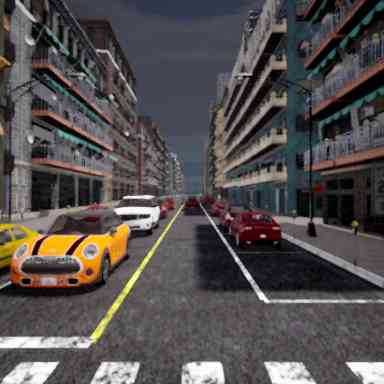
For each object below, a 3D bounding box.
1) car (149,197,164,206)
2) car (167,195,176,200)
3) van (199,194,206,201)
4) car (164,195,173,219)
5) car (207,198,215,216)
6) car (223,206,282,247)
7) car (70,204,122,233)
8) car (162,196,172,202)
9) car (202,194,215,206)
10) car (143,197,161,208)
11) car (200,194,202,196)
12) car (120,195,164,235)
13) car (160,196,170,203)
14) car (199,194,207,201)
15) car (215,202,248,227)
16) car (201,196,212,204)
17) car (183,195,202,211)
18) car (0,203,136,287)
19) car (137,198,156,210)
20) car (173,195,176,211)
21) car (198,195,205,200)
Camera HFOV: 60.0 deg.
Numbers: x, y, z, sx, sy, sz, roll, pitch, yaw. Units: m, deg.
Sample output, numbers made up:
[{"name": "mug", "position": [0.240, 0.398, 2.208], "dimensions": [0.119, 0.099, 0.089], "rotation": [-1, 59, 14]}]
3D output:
[{"name": "car", "position": [-5.687, 1.515, 53.524], "dimensions": [1.887, 1.381, 4.507], "rotation": [1, 0, 0]}, {"name": "car", "position": [-5.691, 1.511, 92.188], "dimensions": [2.008, 1.369, 4.403], "rotation": [1, 0, 0]}, {"name": "van", "position": [2.693, 1.303, 86.652], "dimensions": [1.690, 1.788, 3.998], "rotation": [1, 0, 0]}, {"name": "car", "position": [-3.094, 1.336, 28.945], "dimensions": [2.097, 1.767, 4.553], "rotation": [0, 0, 0]}, {"name": "car", "position": [2.696, 1.563, 31.417], "dimensions": [1.802, 1.307, 4.206], "rotation": [1, 0, 0]}, {"name": "car", "position": [2.697, 1.535, 14.846], "dimensions": [1.887, 1.381, 4.507], "rotation": [1, 0, 0]}, {"name": "car", "position": [-5.684, 1.532, 20.383], "dimensions": [1.887, 1.381, 4.507], "rotation": [1, 0, 0]}, {"name": "car", "position": [-5.689, 1.514, 75.617], "dimensions": [2.008, 1.369, 4.403], "rotation": [1, 0, 0]}, {"name": "car", "position": [2.696, 1.286, 53.512], "dimensions": [2.192, 1.841, 5.009], "rotation": [1, 0, 0]}, {"name": "car", "position": [-5.687, 1.524, 48.001], "dimensions": [2.008, 1.369, 4.403], "rotation": [1, 0, 0]}, {"name": "car", "position": [-0.003, 1.324, 51.083], "dimensions": [2.097, 1.767, 4.553], "rotation": [0, 0, 0]}, {"name": "car", "position": [-3.100, 1.210, 19.082], "dimensions": [2.150, 2.045, 5.566], "rotation": [0, 0, 0]}, {"name": "car", "position": [-5.688, 1.490, 69.923], "dimensions": [1.752, 1.417, 4.829], "rotation": [1, 0, 0]}, {"name": "car", "position": [2.693, 1.403, 81.128], "dimensions": [1.967, 1.590, 4.097], "rotation": [1, 0, 0]}, {"name": "car", "position": [2.698, 1.428, 20.370], "dimensions": [1.967, 1.590, 4.097], "rotation": [1, 0, 0]}, {"name": "car", "position": [2.693, 1.533, 64.558], "dimensions": [1.947, 1.339, 4.313], "rotation": [1, 0, 0]}, {"name": "car", "position": [-0.001, 1.481, 40.690], "dimensions": [1.837, 1.490, 4.892], "rotation": [0, 0, 0]}, {"name": "car", "position": [-3.095, 1.346, 9.446], "dimensions": [2.097, 1.767, 4.553], "rotation": [0, 0, 0]}, {"name": "car", "position": [-5.686, 1.501, 42.307], "dimensions": [1.752, 1.417, 4.829], "rotation": [1, 0, 0]}, {"name": "car", "position": [-3.045, 1.454, 41.072], "dimensions": [1.882, 1.535, 5.008], "rotation": [0, 0, 1]}, {"name": "car", "position": [2.690, 1.506, 92.175], "dimensions": [1.887, 1.381, 4.507], "rotation": [1, 0, 0]}]
